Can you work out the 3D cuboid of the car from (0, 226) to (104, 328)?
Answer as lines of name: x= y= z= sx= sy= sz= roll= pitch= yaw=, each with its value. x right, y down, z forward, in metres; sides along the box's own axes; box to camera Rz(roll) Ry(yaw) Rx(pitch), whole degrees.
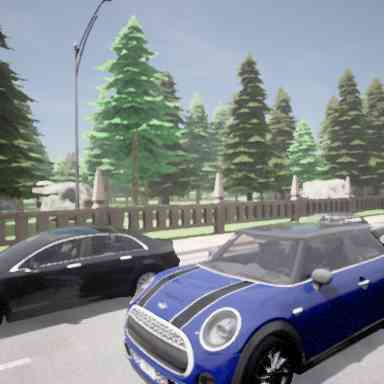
car: x=-2.519 y=1.488 z=6.498 sx=4.892 sy=1.490 sz=1.837 roll=-1 pitch=0 yaw=-37

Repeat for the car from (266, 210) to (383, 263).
car: x=5.022 y=1.459 z=12.122 sx=4.718 sy=1.301 sz=1.895 roll=-1 pitch=1 yaw=-37

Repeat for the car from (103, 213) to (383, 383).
car: x=1.305 y=1.302 z=4.983 sx=4.553 sy=1.767 sz=2.097 roll=-1 pitch=1 yaw=-37
